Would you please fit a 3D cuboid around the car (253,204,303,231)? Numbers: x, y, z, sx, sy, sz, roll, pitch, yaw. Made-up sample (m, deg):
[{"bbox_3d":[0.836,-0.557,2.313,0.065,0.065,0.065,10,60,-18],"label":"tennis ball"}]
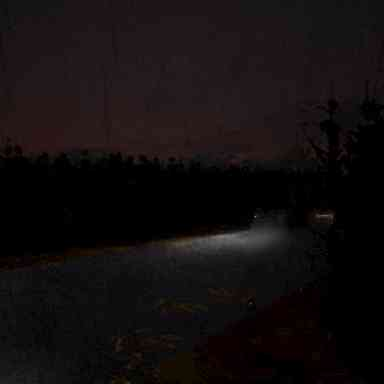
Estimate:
[{"bbox_3d":[5.378,1.366,18.997,1.895,1.301,4.718,-1,1,40],"label":"car"}]
